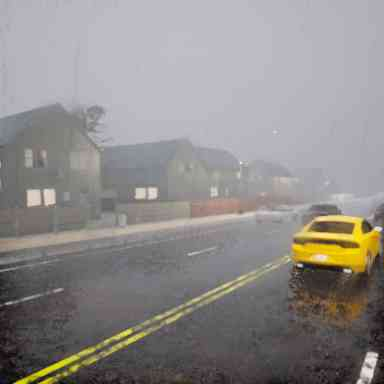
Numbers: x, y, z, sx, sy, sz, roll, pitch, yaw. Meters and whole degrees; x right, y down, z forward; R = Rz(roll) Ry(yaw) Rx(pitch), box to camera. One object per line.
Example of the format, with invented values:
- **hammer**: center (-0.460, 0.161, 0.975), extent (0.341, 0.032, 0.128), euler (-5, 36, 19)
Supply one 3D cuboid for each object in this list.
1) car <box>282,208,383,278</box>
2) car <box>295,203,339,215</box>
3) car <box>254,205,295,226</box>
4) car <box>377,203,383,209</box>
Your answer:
- **car**: center (4.698, 1.494, 10.437), extent (1.882, 1.535, 5.008), euler (-1, 0, 35)
- **car**: center (8.825, 1.542, 22.396), extent (1.837, 1.490, 4.892), euler (-1, 0, 35)
- **car**: center (6.340, 1.671, 24.516), extent (1.895, 1.301, 4.718), euler (-1, 0, 35)
- **car**: center (15.283, 1.539, 25.643), extent (2.033, 1.411, 5.357), euler (-1, 0, 35)
